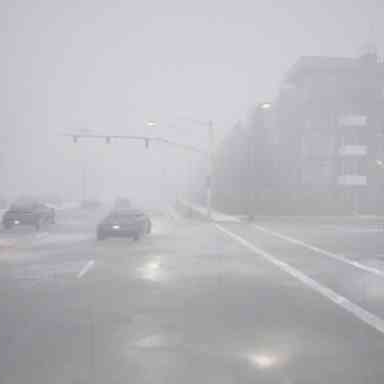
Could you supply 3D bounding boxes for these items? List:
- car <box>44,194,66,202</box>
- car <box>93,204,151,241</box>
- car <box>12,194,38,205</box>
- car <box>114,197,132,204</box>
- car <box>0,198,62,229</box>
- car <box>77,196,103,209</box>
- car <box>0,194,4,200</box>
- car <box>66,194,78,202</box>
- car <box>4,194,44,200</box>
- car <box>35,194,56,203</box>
[{"bbox_3d":[-21.099,1.207,50.216,1.994,1.385,4.181,1,0,-4],"label":"car"},{"bbox_3d":[-3.242,1.504,16.452,1.994,1.385,4.181,1,0,2],"label":"car"},{"bbox_3d":[-24.503,1.118,48.964,1.812,1.442,4.674,1,0,-5],"label":"car"},{"bbox_3d":[-8.626,1.333,41.822,2.128,1.511,4.902,1,0,-6],"label":"car"},{"bbox_3d":[-9.596,1.345,20.018,1.837,1.490,4.892,1,0,-8],"label":"car"},{"bbox_3d":[-11.970,1.392,40.010,1.895,1.301,4.718,1,0,-6],"label":"car"},{"bbox_3d":[-23.549,0.965,38.757,2.097,1.767,4.553,1,0,-5],"label":"car"},{"bbox_3d":[-22.085,1.147,61.597,1.812,1.442,4.674,1,0,-5],"label":"car"},{"bbox_3d":[-20.187,1.156,40.297,2.128,1.511,4.902,1,0,-5],"label":"car"},{"bbox_3d":[-25.256,1.077,57.430,1.837,1.490,4.892,1,1,-5],"label":"car"}]
